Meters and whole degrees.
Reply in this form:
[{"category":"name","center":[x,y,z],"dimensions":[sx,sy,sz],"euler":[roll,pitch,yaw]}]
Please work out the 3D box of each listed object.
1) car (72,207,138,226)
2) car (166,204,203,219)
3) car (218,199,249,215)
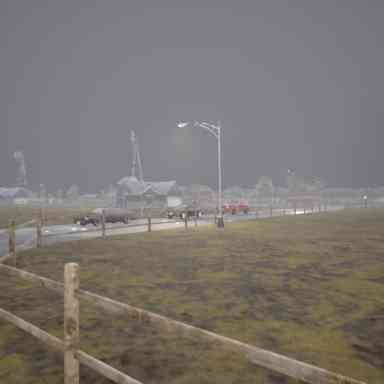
[{"category":"car","center":[-6.700,1.884,26.339],"dimensions":[2.033,1.411,5.357],"euler":[-2,-2,36]},{"category":"car","center":[-0.680,2.013,34.755],"dimensions":[1.837,1.490,4.892],"euler":[-2,-2,36]},{"category":"car","center":[5.512,1.912,43.417],"dimensions":[2.150,2.045,5.566],"euler":[-2,-2,36]}]
